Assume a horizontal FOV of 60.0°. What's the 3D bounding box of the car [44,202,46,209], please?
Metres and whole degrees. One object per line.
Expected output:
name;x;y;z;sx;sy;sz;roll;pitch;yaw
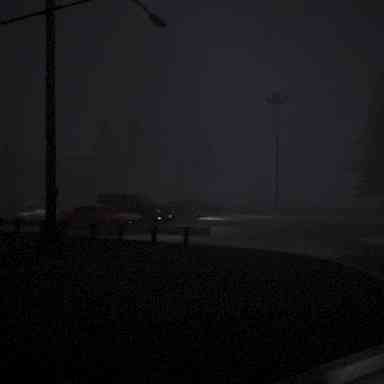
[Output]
car;-19.900;1.395;40.577;4.674;1.442;1.812;0;0;24

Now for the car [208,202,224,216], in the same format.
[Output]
car;0.591;1.370;31.275;4.902;1.511;2.128;0;0;24

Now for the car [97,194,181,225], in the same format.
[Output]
car;-3.867;1.143;21.766;5.566;2.045;2.150;0;0;24

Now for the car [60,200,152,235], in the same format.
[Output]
car;-5.008;1.412;18.441;5.008;1.535;1.882;0;0;24

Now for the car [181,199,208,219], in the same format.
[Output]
car;-1.191;1.456;28.240;4.181;1.385;1.994;0;0;24

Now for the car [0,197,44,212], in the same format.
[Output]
car;-18.984;1.363;36.315;5.008;1.535;1.882;0;0;24
